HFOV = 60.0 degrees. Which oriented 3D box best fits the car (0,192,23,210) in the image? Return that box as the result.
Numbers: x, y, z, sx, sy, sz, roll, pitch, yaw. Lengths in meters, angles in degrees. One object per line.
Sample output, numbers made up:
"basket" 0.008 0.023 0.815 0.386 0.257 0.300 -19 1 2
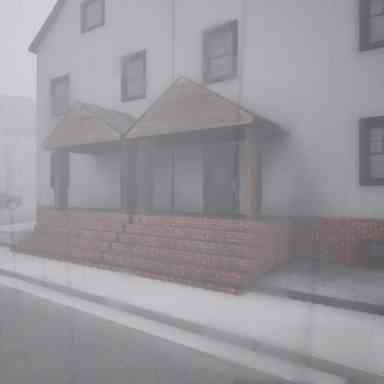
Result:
"car" -16.186 0.887 26.550 1.837 1.490 4.892 0 7 35
